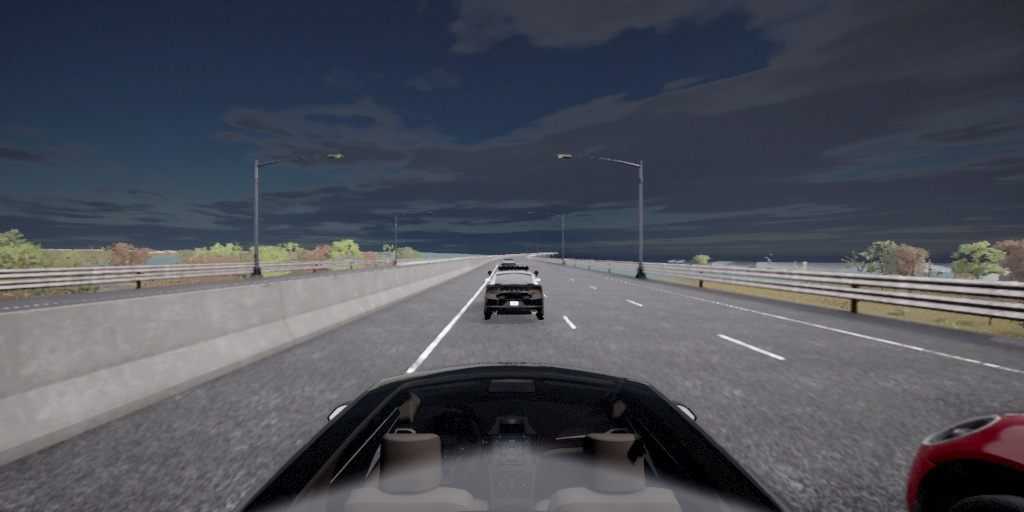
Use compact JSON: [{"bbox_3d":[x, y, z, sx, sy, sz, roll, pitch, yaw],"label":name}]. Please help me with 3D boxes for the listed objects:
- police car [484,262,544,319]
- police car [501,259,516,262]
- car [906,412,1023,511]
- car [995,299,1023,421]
[{"bbox_3d":[0.050,1.173,13.015,1.930,1.638,5.238,0,0,0],"label":"police car"},{"bbox_3d":[-0.424,1.142,43.943,1.930,1.638,5.238,0,0,-1],"label":"police car"},{"bbox_3d":[3.591,1.101,0.375,2.097,1.767,4.553,0,0,0],"label":"car"},{"bbox_3d":[7.092,1.274,2.256,1.812,1.442,4.674,0,0,0],"label":"car"}]
